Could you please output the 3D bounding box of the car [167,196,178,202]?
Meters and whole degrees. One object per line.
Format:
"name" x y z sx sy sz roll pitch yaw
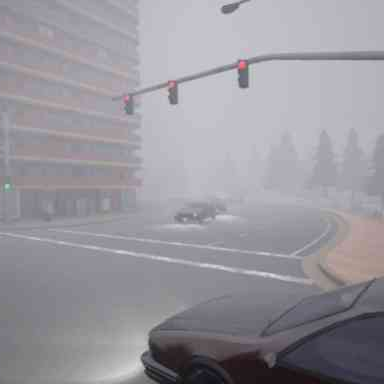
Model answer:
"car" -2.976 1.423 65.389 1.994 1.385 4.181 -1 0 -43

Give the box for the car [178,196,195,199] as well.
"car" -0.155 1.436 53.818 1.895 1.301 4.718 -1 0 -22

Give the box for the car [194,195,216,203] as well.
"car" 2.407 1.298 63.983 1.812 1.442 4.674 -1 0 -36

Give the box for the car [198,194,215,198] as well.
"car" 2.360 1.164 43.994 2.097 1.767 4.553 -1 0 -9

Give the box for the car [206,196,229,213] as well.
"car" 2.601 1.429 34.183 1.895 1.301 4.718 -1 0 6

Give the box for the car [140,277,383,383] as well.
"car" 1.987 1.503 2.701 5.357 1.411 2.033 -1 0 39

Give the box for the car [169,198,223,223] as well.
"car" 0.444 1.430 24.791 2.033 1.411 5.357 -1 0 20

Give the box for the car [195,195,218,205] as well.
"car" 2.386 1.313 56.594 1.812 1.442 4.674 -1 0 -25

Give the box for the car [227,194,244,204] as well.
"car" 6.778 1.069 55.027 2.097 1.767 4.553 -1 0 -20
